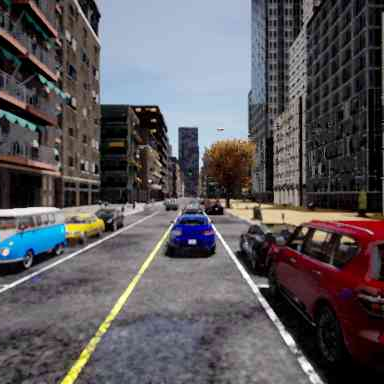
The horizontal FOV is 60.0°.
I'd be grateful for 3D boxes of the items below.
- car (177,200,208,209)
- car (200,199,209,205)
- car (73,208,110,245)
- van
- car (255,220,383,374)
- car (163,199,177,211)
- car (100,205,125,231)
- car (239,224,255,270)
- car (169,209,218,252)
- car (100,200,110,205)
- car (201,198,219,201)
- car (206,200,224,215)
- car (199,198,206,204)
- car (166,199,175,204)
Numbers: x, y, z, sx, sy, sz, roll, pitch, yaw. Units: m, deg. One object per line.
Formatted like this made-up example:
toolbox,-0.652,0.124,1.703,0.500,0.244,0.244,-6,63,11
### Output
car,0.032,1.781,29.308,2.128,1.511,4.902,0,0,0
car,2.763,2.335,76.710,1.887,1.381,4.507,0,-1,0
car,-5.673,1.685,16.549,1.752,1.417,4.829,0,-1,0
van,-5.677,1.449,11.198,1.690,1.788,3.998,0,-1,0
car,2.699,1.370,5.669,2.192,1.841,5.009,0,-1,0
car,-2.955,2.099,49.639,1.895,1.301,4.718,0,-1,0
car,-5.667,1.782,22.242,1.947,1.339,4.313,0,-1,0
car,2.704,1.673,11.188,1.947,1.339,4.313,0,-1,0
car,0.019,1.664,14.376,1.812,1.442,4.674,0,0,0
car,-16.372,1.920,57.325,4.403,1.369,2.008,1,-1,-1
car,2.734,1.758,44.326,2.192,1.841,5.009,0,-1,0
car,2.729,1.952,38.801,1.947,1.339,4.313,0,-1,0
car,2.773,2.443,87.945,1.752,1.417,4.829,0,-1,0
car,-5.607,2.466,87.783,2.008,1.369,4.403,0,-1,0
